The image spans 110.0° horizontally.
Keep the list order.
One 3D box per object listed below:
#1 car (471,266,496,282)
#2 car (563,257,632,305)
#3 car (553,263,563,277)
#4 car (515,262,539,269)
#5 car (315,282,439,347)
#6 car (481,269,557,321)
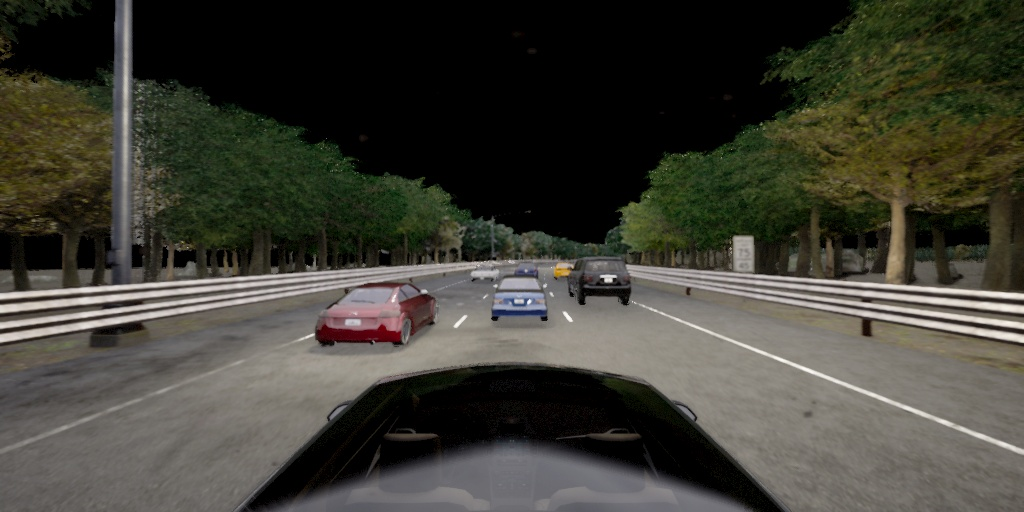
[{"bbox_3d":[-2.261,1.533,31.341,1.895,1.301,4.718,0,0,4],"label":"car"},{"bbox_3d":[3.933,1.073,16.897,2.150,2.045,5.566,0,0,2],"label":"car"},{"bbox_3d":[5.018,1.421,34.542,1.882,1.535,5.008,0,0,5],"label":"car"},{"bbox_3d":[1.365,1.289,32.751,2.097,1.767,4.553,0,0,4],"label":"car"},{"bbox_3d":[-3.295,1.372,9.542,1.994,1.385,4.181,0,0,1],"label":"car"},{"bbox_3d":[0.288,1.376,12.907,2.033,1.411,5.357,0,0,2],"label":"car"}]
